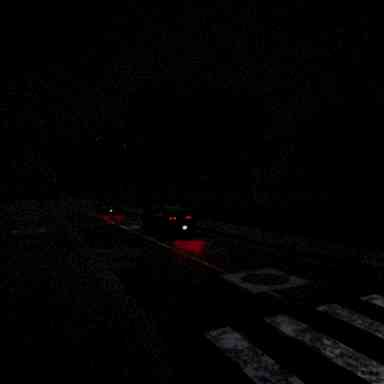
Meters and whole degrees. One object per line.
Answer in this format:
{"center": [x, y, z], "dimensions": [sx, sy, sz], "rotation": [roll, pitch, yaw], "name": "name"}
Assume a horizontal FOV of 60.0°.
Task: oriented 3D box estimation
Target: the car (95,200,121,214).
{"center": [-8.581, 1.463, 33.504], "dimensions": [1.895, 1.301, 4.718], "rotation": [-2, 1, -24], "name": "car"}

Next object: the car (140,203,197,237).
{"center": [-1.345, 1.361, 17.501], "dimensions": [1.837, 1.490, 4.892], "rotation": [-2, 1, -24], "name": "car"}
